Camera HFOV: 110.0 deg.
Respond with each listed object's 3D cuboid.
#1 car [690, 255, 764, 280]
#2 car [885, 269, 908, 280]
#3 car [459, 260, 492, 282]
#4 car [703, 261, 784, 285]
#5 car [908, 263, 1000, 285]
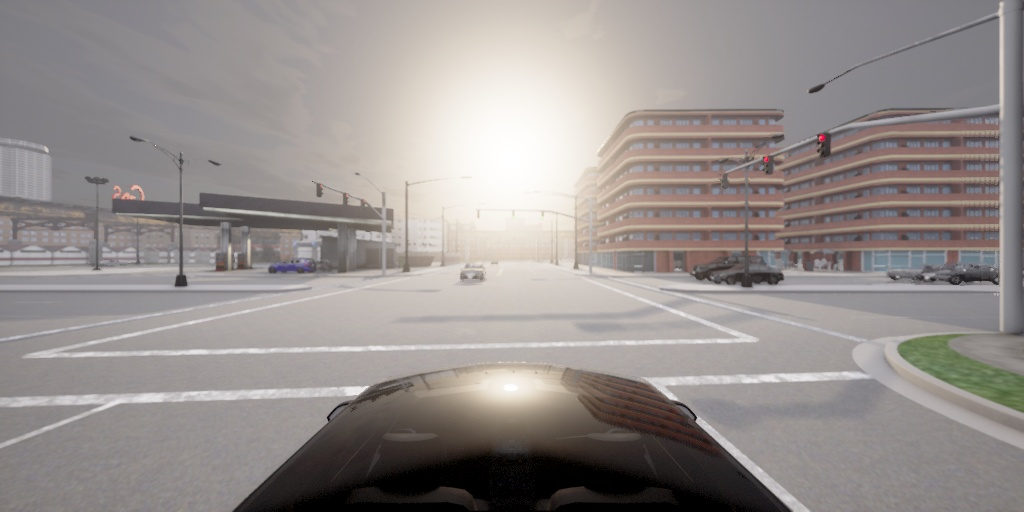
[{"bbox_3d":[17.215,0.970,28.512,5.566,2.045,2.150,0,0,0],"label":"car"},{"bbox_3d":[32.803,1.350,28.431,4.718,1.301,1.895,0,0,0],"label":"car"},{"bbox_3d":[-3.108,1.299,29.308,2.128,1.511,4.902,0,0,0],"label":"car"},{"bbox_3d":[16.324,1.275,25.009,4.674,1.442,1.812,0,0,0],"label":"car"},{"bbox_3d":[31.366,1.241,24.938,4.902,1.511,2.128,0,0,0],"label":"car"}]
